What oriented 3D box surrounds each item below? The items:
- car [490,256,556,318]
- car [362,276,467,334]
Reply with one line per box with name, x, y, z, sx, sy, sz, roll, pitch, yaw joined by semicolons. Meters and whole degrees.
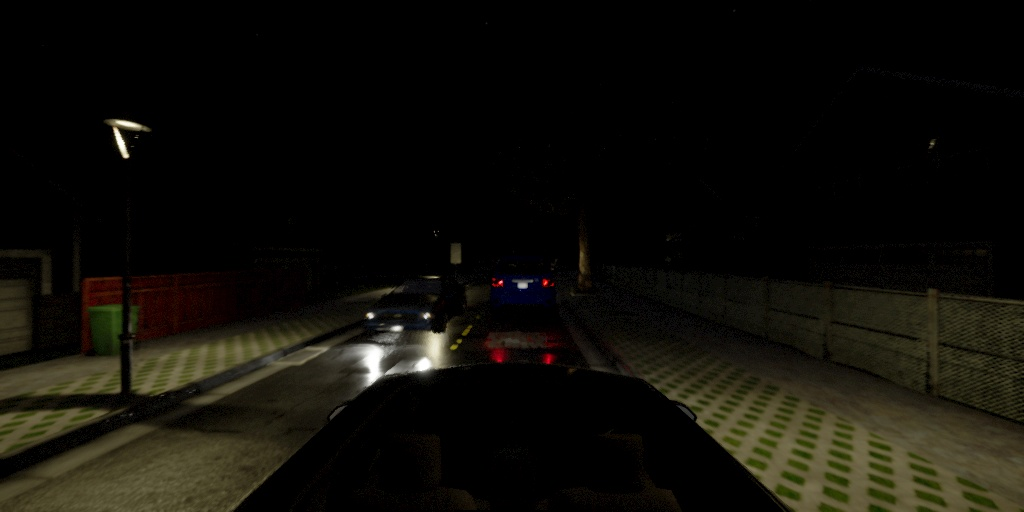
car;0.468;1.031;13.564;2.150;2.045;5.566;0;-1;3
car;-2.615;1.343;11.114;2.033;1.411;5.357;0;0;2
